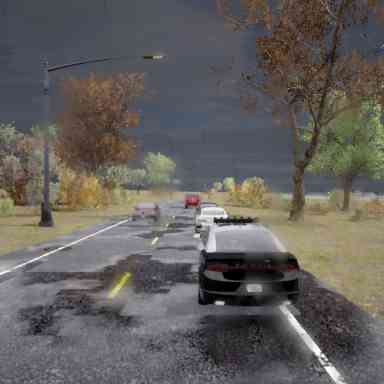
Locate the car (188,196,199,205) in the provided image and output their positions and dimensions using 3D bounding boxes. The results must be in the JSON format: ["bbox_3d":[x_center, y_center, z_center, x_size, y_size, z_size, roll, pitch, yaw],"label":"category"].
[{"bbox_3d":[0.230,1.511,59.527,1.812,1.442,4.674,0,0,0],"label":"car"}]

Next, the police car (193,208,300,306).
[{"bbox_3d":[1.066,1.425,8.227,1.930,1.638,5.238,0,0,0],"label":"police car"}]

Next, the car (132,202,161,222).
[{"bbox_3d":[-3.516,1.523,26.490,1.812,1.442,4.674,0,0,0],"label":"car"}]

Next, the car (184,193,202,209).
[{"bbox_3d":[0.205,1.214,45.325,2.150,2.045,5.566,0,0,1],"label":"car"}]

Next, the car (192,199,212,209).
[{"bbox_3d":[1.123,1.504,24.110,1.837,1.490,4.892,0,0,0],"label":"car"}]

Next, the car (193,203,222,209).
[{"bbox_3d":[1.097,1.525,18.111,1.812,1.442,4.674,0,0,0],"label":"car"}]
